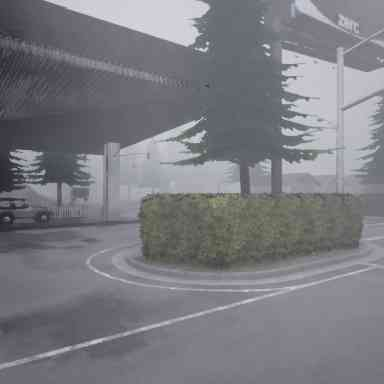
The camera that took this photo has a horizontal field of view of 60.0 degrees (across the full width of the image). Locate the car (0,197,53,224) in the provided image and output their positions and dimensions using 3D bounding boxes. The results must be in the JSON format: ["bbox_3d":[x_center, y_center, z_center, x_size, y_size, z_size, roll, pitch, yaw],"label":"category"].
[{"bbox_3d":[-12.015,1.313,23.453,3.866,1.878,1.905,0,0,-36],"label":"car"}]
